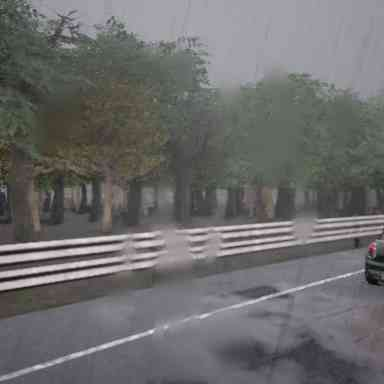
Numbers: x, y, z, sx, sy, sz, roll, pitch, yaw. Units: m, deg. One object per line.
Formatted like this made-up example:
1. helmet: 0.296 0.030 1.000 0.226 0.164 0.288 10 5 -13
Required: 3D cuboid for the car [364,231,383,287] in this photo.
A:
1. car: 6.452 1.460 8.571 4.553 1.767 2.097 0 -1 -36
